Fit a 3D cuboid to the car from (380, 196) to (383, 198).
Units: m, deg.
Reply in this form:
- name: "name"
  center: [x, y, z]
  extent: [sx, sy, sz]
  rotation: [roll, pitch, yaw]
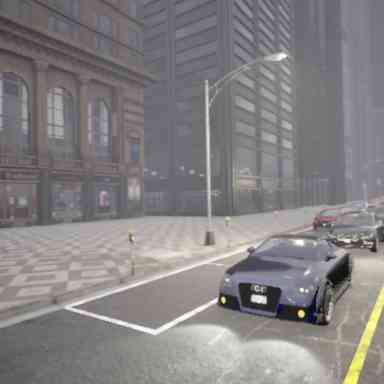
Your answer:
- name: "car"
  center: [31.849, 1.619, 54.744]
  extent: [2.192, 1.841, 5.009]
  rotation: [-2, -1, 35]

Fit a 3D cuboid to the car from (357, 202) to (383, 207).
- name: "car"
  center: [12.601, 1.662, 22.329]
  extent: [1.837, 1.490, 4.892]
  rotation: [-2, -1, 35]

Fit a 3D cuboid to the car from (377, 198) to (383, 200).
- name: "car"
  center: [22.240, 1.829, 40.817]
  extent: [2.008, 1.369, 4.403]
  rotation: [-2, -1, 35]

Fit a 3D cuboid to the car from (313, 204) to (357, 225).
- name: "car"
  center: [9.424, 1.767, 22.255]
  extent: [1.887, 1.381, 4.507]
  rotation: [-2, -1, 35]

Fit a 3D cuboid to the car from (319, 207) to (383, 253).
- name: "car"
  center: [7.276, 1.637, 14.626]
  extent: [1.837, 1.490, 4.892]
  rotation: [-2, -1, 35]

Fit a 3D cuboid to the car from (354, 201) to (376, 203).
- name: "car"
  center: [15.830, 1.692, 31.538]
  extent: [1.967, 1.590, 4.097]
  rotation: [-2, -1, 35]

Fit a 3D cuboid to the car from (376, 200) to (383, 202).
- name: "car"
  center: [18.235, 1.707, 30.417]
  extent: [1.812, 1.442, 4.674]
  rotation: [-2, -1, 35]

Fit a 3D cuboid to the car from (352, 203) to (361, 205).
- name: "car"
  center: [12.628, 1.819, 26.895]
  extent: [1.802, 1.307, 4.206]
  rotation: [-2, -1, 35]

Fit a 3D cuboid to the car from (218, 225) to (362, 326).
- name: "car"
  center: [2.282, 1.672, 7.393]
  extent: [1.994, 1.385, 4.181]
  rotation: [-2, -1, 35]
